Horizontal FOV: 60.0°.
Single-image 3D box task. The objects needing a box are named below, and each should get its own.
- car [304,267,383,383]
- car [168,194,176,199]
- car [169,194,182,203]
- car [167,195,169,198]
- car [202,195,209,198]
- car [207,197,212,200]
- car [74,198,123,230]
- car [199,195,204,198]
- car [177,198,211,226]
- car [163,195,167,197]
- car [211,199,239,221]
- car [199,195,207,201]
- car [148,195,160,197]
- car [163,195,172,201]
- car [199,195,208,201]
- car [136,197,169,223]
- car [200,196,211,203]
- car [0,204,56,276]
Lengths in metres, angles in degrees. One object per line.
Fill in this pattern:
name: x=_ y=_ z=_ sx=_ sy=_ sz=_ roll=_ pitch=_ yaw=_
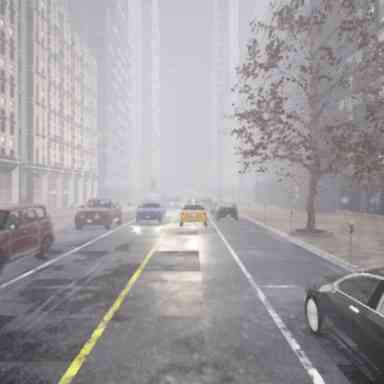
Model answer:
car: x=2.686 y=1.547 z=3.869 sx=2.008 sy=1.369 sz=4.403 roll=0 pitch=0 yaw=0
car: x=-5.685 y=1.353 z=94.957 sx=1.887 sy=1.381 sz=4.507 roll=0 pitch=0 yaw=0
car: x=-3.009 y=1.361 z=66.284 sx=1.882 sy=1.535 sz=5.008 roll=0 pitch=0 yaw=0
car: x=-5.688 y=1.452 z=66.496 sx=1.947 sy=1.339 sz=4.313 roll=0 pitch=0 yaw=0
car: x=2.692 y=1.466 z=60.794 sx=1.947 sy=1.339 sz=4.313 roll=0 pitch=0 yaw=0
car: x=2.689 y=1.481 z=32.501 sx=1.752 sy=1.417 sz=4.829 roll=0 pitch=0 yaw=0
car: x=-5.694 y=1.288 z=20.958 sx=2.192 sy=1.841 sz=5.009 roll=0 pitch=0 yaw=0
car: x=0.103 y=1.487 z=41.512 sx=2.033 sy=1.411 sz=5.357 roll=0 pitch=0 yaw=0
car: x=0.100 y=1.425 z=23.254 sx=1.801 sy=1.575 sz=5.366 roll=0 pitch=0 yaw=0
car: x=-5.689 y=1.479 z=55.112 sx=1.947 sy=1.339 sz=4.313 roll=0 pitch=0 yaw=0
car: x=2.689 y=1.515 z=26.638 sx=2.008 sy=1.369 sz=4.403 roll=0 pitch=0 yaw=0
car: x=2.694 y=1.386 z=83.565 sx=1.887 sy=1.381 sz=4.507 roll=0 pitch=0 yaw=0
car: x=-5.691 y=1.376 z=43.726 sx=1.967 sy=1.590 sz=4.097 roll=0 pitch=0 yaw=0
car: x=-5.687 y=1.423 z=77.880 sx=1.947 sy=1.339 sz=4.313 roll=0 pitch=0 yaw=0
car: x=2.694 y=1.439 z=77.872 sx=1.802 sy=1.307 sz=4.206 roll=0 pitch=0 yaw=0
car: x=-3.098 y=1.444 z=25.619 sx=1.882 sy=1.535 sz=5.008 roll=0 pitch=0 yaw=0
car: x=2.692 y=1.431 z=66.487 sx=1.887 sy=1.381 sz=4.507 roll=0 pitch=0 yaw=0
car: x=-5.695 y=1.304 z=9.573 sx=2.192 sy=1.841 sz=5.009 roll=0 pitch=0 yaw=0
